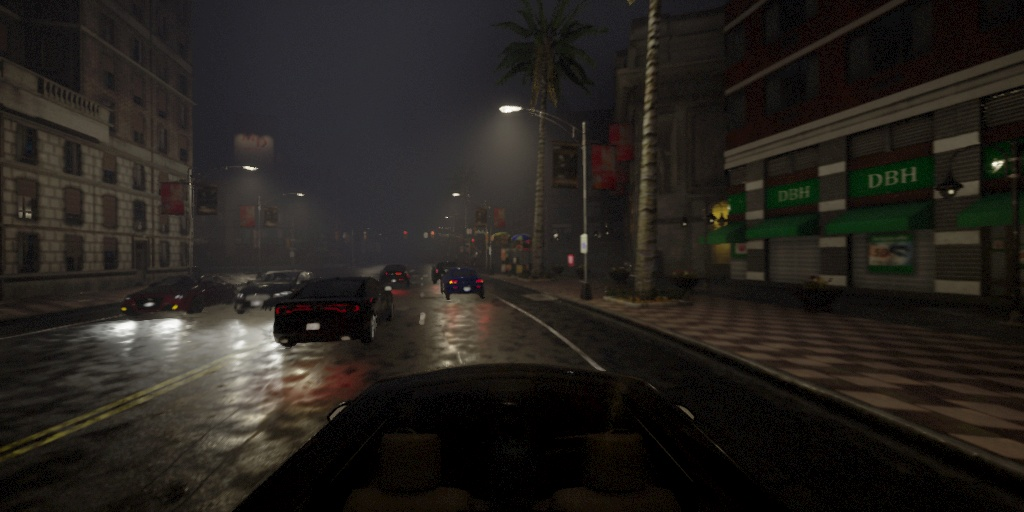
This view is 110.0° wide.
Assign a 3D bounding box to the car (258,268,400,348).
[{"bbox_3d":[-4.403,1.268,9.600,1.882,1.535,5.008,0,0,-10],"label":"car"}]

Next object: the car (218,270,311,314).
[{"bbox_3d":[-9.122,1.327,14.429,2.128,1.511,4.902,-1,0,-13],"label":"car"}]

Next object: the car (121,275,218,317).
[{"bbox_3d":[-12.600,1.436,13.943,1.994,1.385,4.181,-1,0,-13],"label":"car"}]

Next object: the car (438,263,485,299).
[{"bbox_3d":[-2.563,1.292,18.127,1.812,1.442,4.674,-1,0,-15],"label":"car"}]

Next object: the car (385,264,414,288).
[{"bbox_3d":[-7.823,1.318,24.374,1.837,1.490,4.892,-1,-1,-14],"label":"car"}]

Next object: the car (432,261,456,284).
[{"bbox_3d":[-5.127,1.139,27.920,2.097,1.767,4.553,-1,0,-14],"label":"car"}]
